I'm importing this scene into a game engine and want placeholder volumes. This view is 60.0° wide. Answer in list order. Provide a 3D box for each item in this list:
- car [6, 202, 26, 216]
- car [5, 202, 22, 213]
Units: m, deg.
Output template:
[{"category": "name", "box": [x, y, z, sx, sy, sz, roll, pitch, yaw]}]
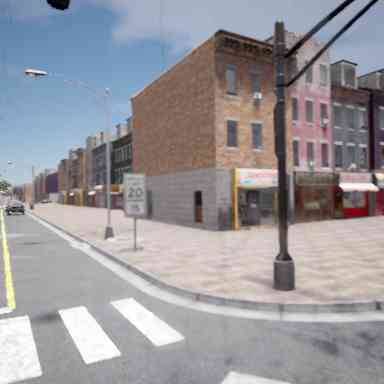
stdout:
[{"category": "car", "box": [-21.948, 2.107, 41.568, 1.837, 1.490, 4.892, 0, -1, -30]}, {"category": "car", "box": [-27.481, 2.276, 51.200, 2.128, 1.511, 4.902, 0, -1, -30]}]
